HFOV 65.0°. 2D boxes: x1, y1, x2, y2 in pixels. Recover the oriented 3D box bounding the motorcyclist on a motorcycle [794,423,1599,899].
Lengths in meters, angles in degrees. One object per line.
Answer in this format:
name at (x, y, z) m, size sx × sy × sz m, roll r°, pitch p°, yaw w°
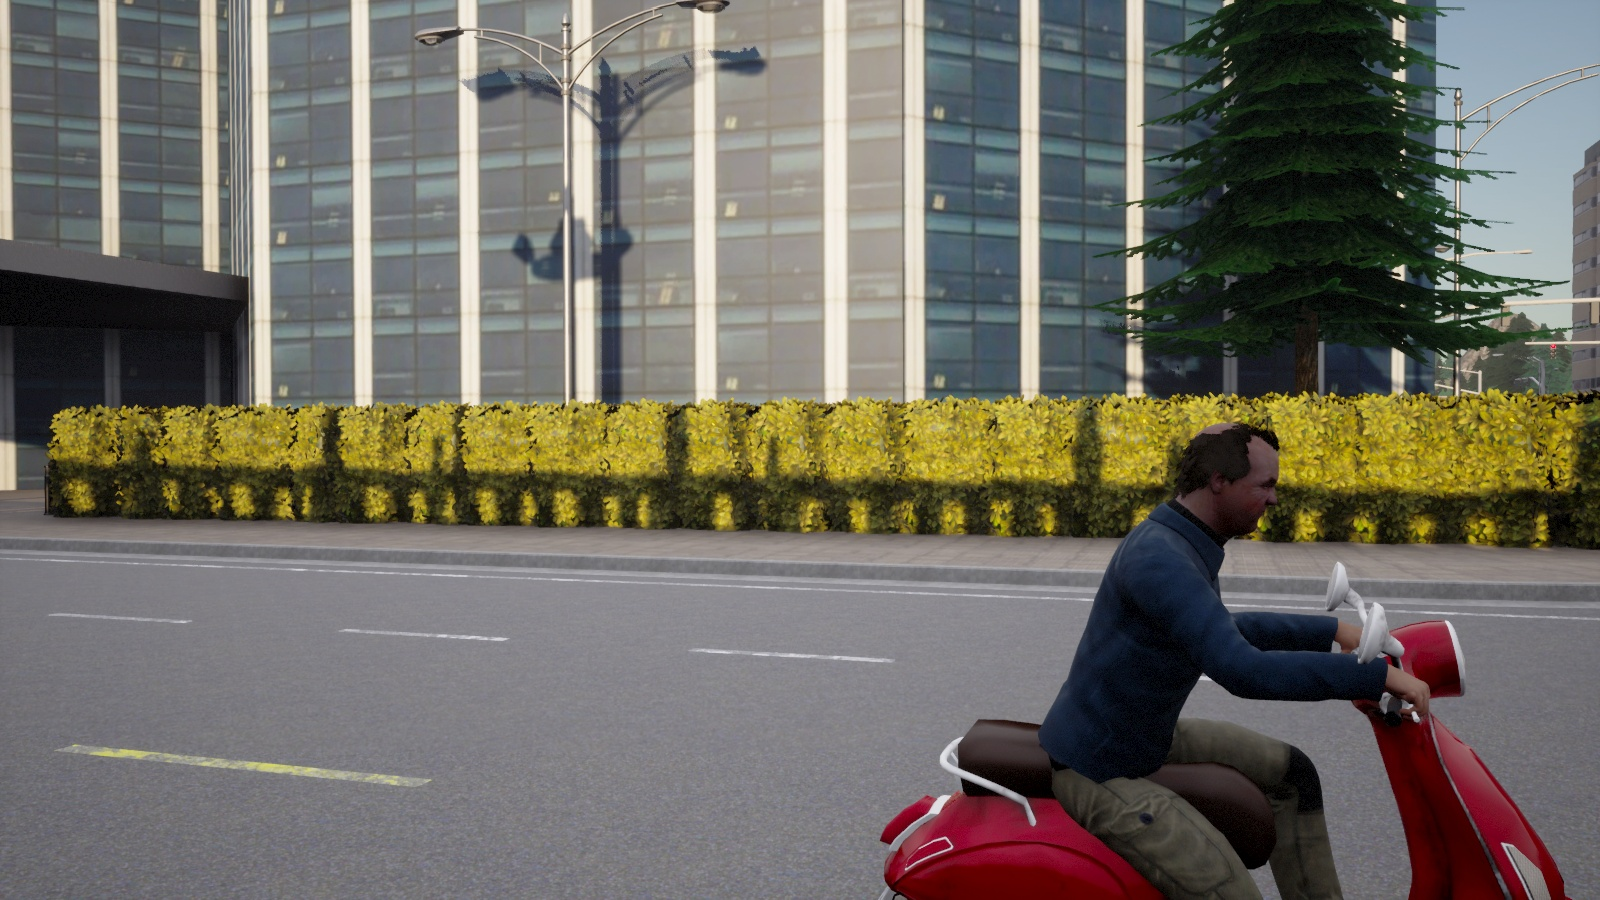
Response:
motorcyclist on a motorcycle at (0.986, 0.738, 2.871) m, size 1.817 × 1.590 × 0.866 m, roll 1°, pitch 1°, yaw 18°
